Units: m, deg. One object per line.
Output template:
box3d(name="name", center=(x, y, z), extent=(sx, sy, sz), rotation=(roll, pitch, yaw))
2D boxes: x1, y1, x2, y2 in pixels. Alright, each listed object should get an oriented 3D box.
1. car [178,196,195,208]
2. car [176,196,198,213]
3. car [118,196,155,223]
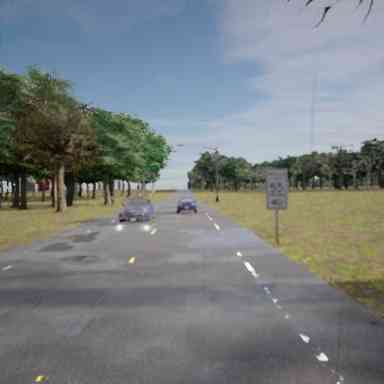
box3d(name="car", center=(-0.701, 1.268, 44.069), extent=(2.033, 1.411, 5.357), rotation=(-1, 0, 0))
box3d(name="car", center=(-0.487, 1.228, 32.012), extent=(1.812, 1.442, 4.674), rotation=(-1, 0, -1))
box3d(name="car", center=(-3.888, 1.192, 23.943), extent=(2.097, 1.767, 4.553), rotation=(-1, 1, -1))
